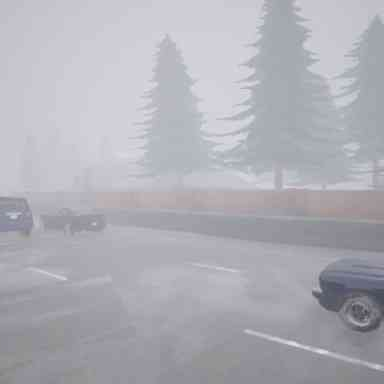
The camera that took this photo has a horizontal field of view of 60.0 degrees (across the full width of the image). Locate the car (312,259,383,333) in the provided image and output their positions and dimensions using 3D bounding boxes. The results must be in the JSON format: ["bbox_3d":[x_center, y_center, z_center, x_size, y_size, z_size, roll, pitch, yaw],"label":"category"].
[{"bbox_3d":[4.448,1.618,5.177,4.718,1.301,1.895,0,0,36],"label":"car"}]

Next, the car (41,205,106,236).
[{"bbox_3d":[-6.864,1.503,18.862,5.008,1.535,1.882,0,0,42],"label":"car"}]

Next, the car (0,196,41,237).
[{"bbox_3d":[-10.162,1.238,17.122,5.566,2.045,2.150,0,0,43],"label":"car"}]

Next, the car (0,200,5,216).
[{"bbox_3d":[-20.174,1.522,32.768,2.128,1.511,4.902,0,0,-40],"label":"car"}]
